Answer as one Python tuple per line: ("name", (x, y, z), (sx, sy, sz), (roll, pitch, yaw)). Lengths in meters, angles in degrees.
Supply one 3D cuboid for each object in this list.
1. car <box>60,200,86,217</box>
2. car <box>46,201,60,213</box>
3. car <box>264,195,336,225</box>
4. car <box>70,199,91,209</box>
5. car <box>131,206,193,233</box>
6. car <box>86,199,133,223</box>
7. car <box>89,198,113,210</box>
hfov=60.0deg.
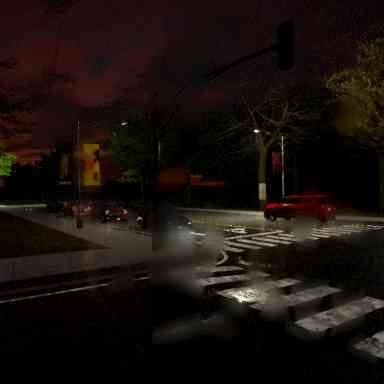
("car", (-13.087, 1.812, 37.837), (2.097, 1.767, 4.553), (-1, 0, -35))
("car", (-18.846, 2.036, 46.139), (1.882, 1.535, 5.008), (-1, 0, -35))
("car", (7.876, 1.267, 24.795), (2.150, 2.045, 5.566), (-1, 0, -32))
("car", (-19.655, 2.080, 58.701), (2.033, 1.411, 5.357), (-1, 0, -35))
("car", (-1.975, 1.820, 22.069), (2.033, 1.411, 5.357), (-1, 0, -29))
("car", (-7.475, 1.717, 29.819), (2.097, 1.767, 4.553), (-1, 0, -35))
("car", (-13.791, 1.783, 50.392), (2.097, 1.767, 4.553), (-1, 0, -35))
